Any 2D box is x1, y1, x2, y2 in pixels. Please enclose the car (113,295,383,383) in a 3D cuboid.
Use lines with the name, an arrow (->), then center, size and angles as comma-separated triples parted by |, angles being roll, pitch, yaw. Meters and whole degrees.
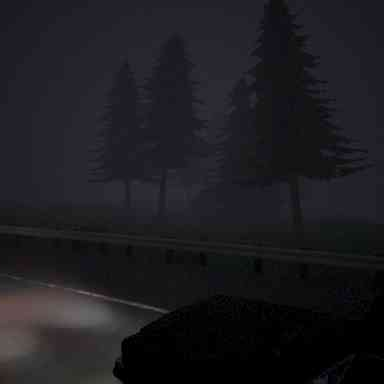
car -> 1.572, 1.600, 2.648 | 4.718, 1.301, 1.895 | 0, 0, 35

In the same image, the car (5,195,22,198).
car -> -38.402, 1.355, 73.604 | 2.097, 1.767, 4.553 | 0, 0, 6

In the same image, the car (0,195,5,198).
car -> -41.921, 1.525, 73.466 | 2.128, 1.511, 4.902 | 0, 0, 6

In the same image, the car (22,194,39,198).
car -> -34.903, 1.552, 73.491 | 1.994, 1.385, 4.181 | 0, 0, 6
